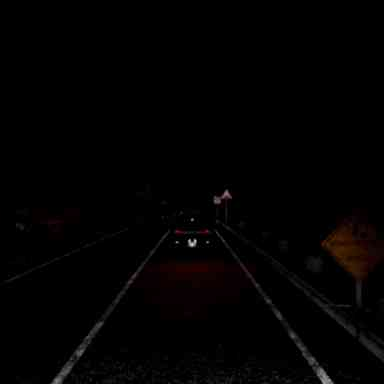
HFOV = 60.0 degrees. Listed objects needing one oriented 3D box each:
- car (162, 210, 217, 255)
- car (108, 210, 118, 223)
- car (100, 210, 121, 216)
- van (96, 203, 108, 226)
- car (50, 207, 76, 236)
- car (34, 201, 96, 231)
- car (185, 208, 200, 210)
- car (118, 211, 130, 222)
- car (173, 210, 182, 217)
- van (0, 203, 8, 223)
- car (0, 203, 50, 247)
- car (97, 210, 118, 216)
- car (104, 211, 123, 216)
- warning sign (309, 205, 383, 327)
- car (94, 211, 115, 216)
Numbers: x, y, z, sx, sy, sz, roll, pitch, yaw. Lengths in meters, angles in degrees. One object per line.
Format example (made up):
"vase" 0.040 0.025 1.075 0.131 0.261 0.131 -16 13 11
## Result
"car" 0.017 1.713 14.316 2.128 1.511 4.902 0 -1 0
"car" -9.541 2.103 30.610 4.553 1.767 2.185 0 -3 0
"car" -21.698 5.692 88.874 5.008 1.535 2.097 0 -4 0
"van" -9.616 1.876 27.579 4.442 1.987 1.878 0 -2 0
"car" -9.452 1.768 18.469 5.008 1.535 2.097 0 -2 0
"car" -9.500 1.613 21.393 5.566 2.045 2.435 0 -2 0
"car" 0.035 2.188 29.513 1.882 1.535 5.008 0 -2 0
"car" -9.335 2.359 33.520 5.366 1.575 1.946 0 -3 0
"car" -3.072 4.624 71.003 1.837 1.490 4.892 0 -4 0
"van" -21.673 2.165 34.135 4.442 1.987 1.878 0 -3 0
"car" -9.454 1.543 15.438 4.553 1.767 2.185 0 -2 0
"car" -21.704 5.488 85.607 4.892 1.521 2.231 0 -4 0
"car" -21.673 5.930 92.014 4.674 1.452 2.002 0 -4 0
"warning sign" 2.852 1.176 5.712 1.300 1.860 1.060 0 -1 0
"car" -21.724 5.321 82.335 4.674 1.452 2.002 0 -4 0
